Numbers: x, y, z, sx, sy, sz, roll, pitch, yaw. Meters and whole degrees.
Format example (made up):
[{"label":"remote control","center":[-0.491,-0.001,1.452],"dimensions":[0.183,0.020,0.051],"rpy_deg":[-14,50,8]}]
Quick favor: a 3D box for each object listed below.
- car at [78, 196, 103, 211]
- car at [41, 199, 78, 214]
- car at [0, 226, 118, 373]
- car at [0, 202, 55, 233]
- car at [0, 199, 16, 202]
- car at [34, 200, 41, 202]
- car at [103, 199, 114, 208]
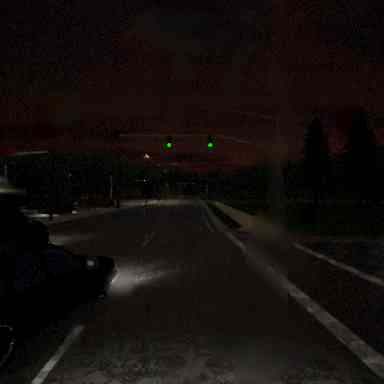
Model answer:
[{"label":"car","center":[-15.208,1.573,48.145],"dimensions":[2.150,2.045,5.566],"rpy_deg":[0,0,1]},{"label":"car","center":[-15.429,1.834,38.845],"dimensions":[1.994,1.385,4.181],"rpy_deg":[0,0,1]},{"label":"car","center":[-3.052,1.584,5.591],"dimensions":[2.033,1.411,5.357],"rpy_deg":[0,0,9]},{"label":"car","center":[-7.243,1.429,12.535],"dimensions":[2.097,1.767,4.553],"rpy_deg":[0,-1,-1]},{"label":"car","center":[-22.408,1.595,39.310],"dimensions":[2.097,1.767,4.553],"rpy_deg":[0,0,2]},{"label":"car","center":[-22.200,1.873,48.760],"dimensions":[2.033,1.411,5.357],"rpy_deg":[0,0,1]},{"label":"car","center":[-15.034,1.933,58.493],"dimensions":[2.128,1.511,4.902],"rpy_deg":[0,0,1]}]
